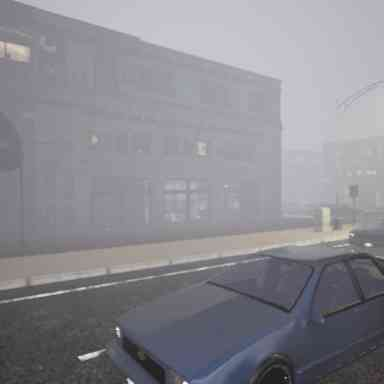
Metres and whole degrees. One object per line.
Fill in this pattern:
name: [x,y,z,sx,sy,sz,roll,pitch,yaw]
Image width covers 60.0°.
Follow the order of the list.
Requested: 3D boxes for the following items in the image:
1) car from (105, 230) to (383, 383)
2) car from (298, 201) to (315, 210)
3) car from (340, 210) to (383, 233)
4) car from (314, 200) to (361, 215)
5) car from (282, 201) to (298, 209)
car: [1.597,1.554,4.827,5.357,1.411,2.033,0,0,-36]
car: [17.858,1.879,47.086,2.008,1.369,4.403,-1,0,-35]
car: [8.712,1.571,13.878,5.357,1.411,2.033,0,0,-35]
car: [15.775,1.869,35.358,1.947,1.339,4.313,-1,0,-35]
car: [14.647,1.973,51.595,1.802,1.307,4.206,-1,0,-35]
